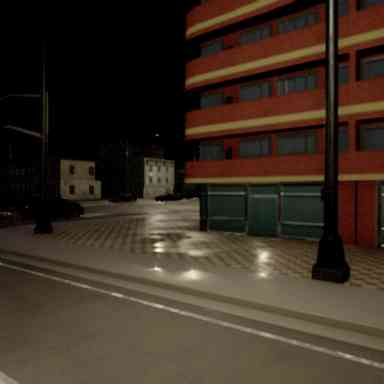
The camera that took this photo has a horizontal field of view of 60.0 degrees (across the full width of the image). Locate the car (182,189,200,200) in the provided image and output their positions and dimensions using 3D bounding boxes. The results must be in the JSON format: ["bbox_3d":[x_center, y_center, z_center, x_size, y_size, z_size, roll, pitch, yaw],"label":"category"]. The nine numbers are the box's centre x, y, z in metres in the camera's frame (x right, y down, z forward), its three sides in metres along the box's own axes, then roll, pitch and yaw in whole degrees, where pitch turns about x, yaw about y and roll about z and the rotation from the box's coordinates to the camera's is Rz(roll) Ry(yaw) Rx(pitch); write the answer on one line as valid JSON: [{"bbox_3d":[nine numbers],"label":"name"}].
[{"bbox_3d":[-0.327,0.409,63.847,2.150,2.045,5.566,0,1,37],"label":"car"}]

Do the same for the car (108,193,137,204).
[{"bbox_3d":[-10.459,0.922,50.329,2.128,1.511,4.902,0,1,37],"label":"car"}]

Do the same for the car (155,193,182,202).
[{"bbox_3d":[-4.018,0.901,53.126,1.994,1.385,4.181,0,1,37],"label":"car"}]

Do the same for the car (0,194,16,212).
[{"bbox_3d":[-17.558,1.188,34.886,1.882,1.535,5.008,0,1,37],"label":"car"}]

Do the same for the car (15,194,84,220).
[{"bbox_3d":[-10.813,1.142,26.050,2.097,1.767,4.553,0,1,37],"label":"car"}]
